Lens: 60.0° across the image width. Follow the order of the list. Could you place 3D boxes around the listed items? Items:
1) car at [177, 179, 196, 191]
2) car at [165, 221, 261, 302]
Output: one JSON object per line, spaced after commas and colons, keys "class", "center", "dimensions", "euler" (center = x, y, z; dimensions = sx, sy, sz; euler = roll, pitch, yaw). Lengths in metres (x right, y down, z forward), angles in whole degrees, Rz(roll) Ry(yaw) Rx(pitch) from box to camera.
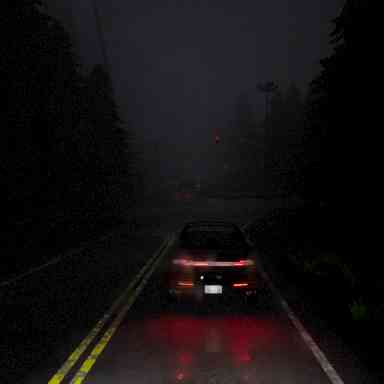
{"class": "car", "center": [-0.695, -1.068, 45.246], "dimensions": [1.812, 1.442, 4.674], "euler": [1, 9, 14]}
{"class": "car", "center": [0.449, 1.466, 8.191], "dimensions": [2.128, 1.511, 4.902], "euler": [0, 0, 2]}
